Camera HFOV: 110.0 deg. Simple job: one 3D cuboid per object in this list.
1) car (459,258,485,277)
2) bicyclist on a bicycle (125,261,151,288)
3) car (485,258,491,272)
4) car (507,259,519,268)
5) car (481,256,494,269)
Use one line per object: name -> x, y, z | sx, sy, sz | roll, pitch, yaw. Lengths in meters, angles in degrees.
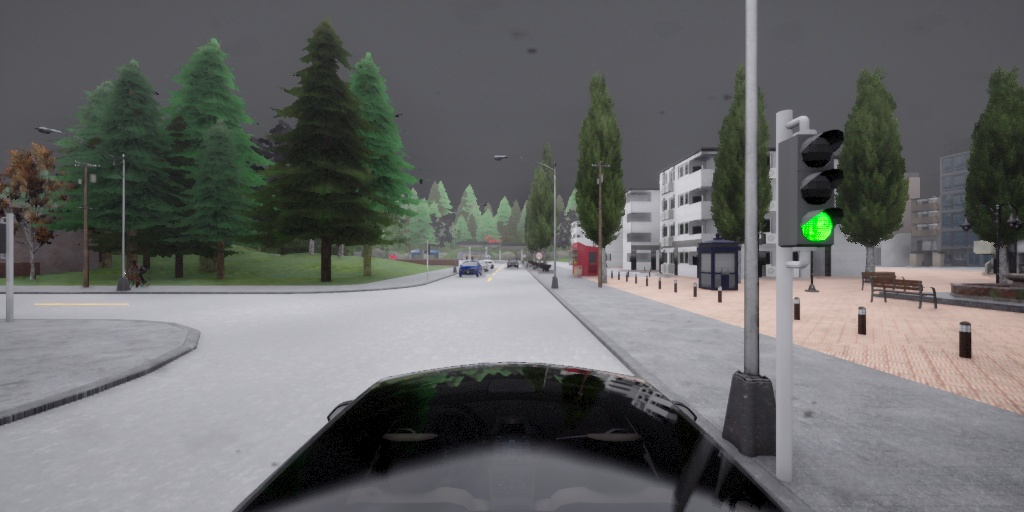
car -> -4.089, 1.231, 35.827 | 1.882, 1.535, 5.008 | 0, 0, 0
bicyclist on a bicycle -> -22.137, 1.102, 21.135 | 0.582, 1.620, 1.656 | 0, 0, 0
car -> -4.070, 1.280, 45.988 | 1.812, 1.442, 4.674 | 0, 0, 0
car -> 0.144, 1.357, 60.031 | 1.895, 1.301, 4.718 | 0, 0, 0
car -> -4.025, 0.977, 56.387 | 2.150, 2.045, 5.566 | 0, 0, 0
